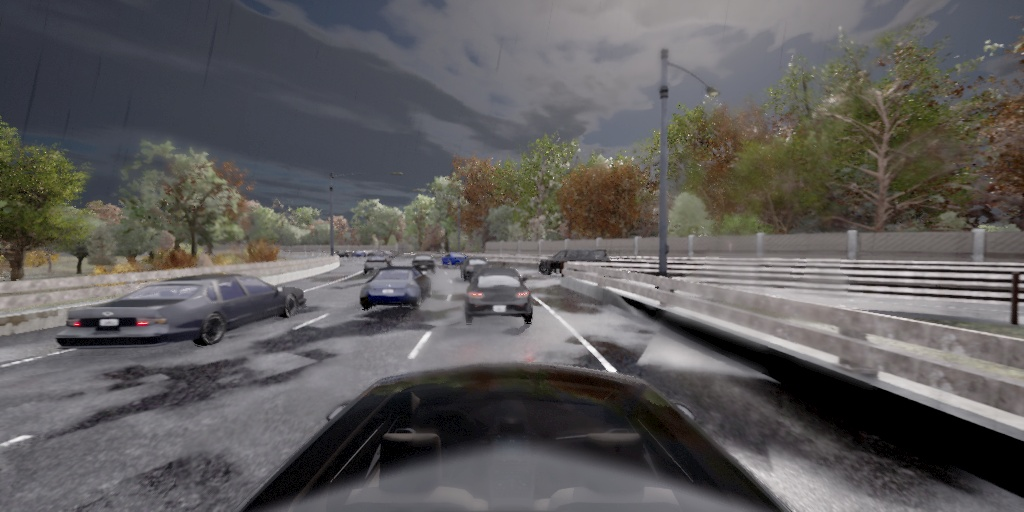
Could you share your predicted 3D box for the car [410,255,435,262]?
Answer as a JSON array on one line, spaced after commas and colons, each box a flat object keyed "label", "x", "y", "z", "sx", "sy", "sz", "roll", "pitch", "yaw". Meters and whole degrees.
[{"label": "car", "x": -7.605, "y": 0.627, "z": 30.667, "sx": 1.882, "sy": 1.535, "sz": 5.008, "roll": 0, "pitch": 1, "yaw": -15}]

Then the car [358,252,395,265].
[{"label": "car", "x": -10.806, "y": 0.679, "z": 29.137, "sx": 2.128, "sy": 1.511, "sz": 4.902, "roll": 0, "pitch": 1, "yaw": -15}]

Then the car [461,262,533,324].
[{"label": "car", "x": -0.451, "y": 1.078, "z": 11.067, "sx": 1.812, "sy": 1.442, "sz": 4.674, "roll": 0, "pitch": 1, "yaw": -4}]

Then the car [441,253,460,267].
[{"label": "car", "x": -6.718, "y": 0.391, "z": 41.505, "sx": 1.882, "sy": 1.535, "sz": 5.008, "roll": -1, "pitch": 1, "yaw": -29}]

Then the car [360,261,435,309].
[{"label": "car", "x": -4.216, "y": 1.070, "z": 13.550, "sx": 1.994, "sy": 1.385, "sz": 4.181, "roll": 0, "pitch": 1, "yaw": -6}]

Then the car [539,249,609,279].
[{"label": "car", "x": 4.322, "y": 0.503, "z": 25.367, "sx": 2.150, "sy": 2.045, "sz": 5.566, "roll": -1, "pitch": 2, "yaw": -38}]

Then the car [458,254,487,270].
[{"label": "car", "x": -2.434, "y": 0.803, "z": 24.160, "sx": 1.812, "sy": 1.442, "sz": 4.674, "roll": 0, "pitch": 1, "yaw": -12}]

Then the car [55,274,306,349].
[{"label": "car", "x": -7.257, "y": 1.160, "z": 8.810, "sx": 2.033, "sy": 1.411, "sz": 5.357, "roll": 0, "pitch": 1, "yaw": -4}]
